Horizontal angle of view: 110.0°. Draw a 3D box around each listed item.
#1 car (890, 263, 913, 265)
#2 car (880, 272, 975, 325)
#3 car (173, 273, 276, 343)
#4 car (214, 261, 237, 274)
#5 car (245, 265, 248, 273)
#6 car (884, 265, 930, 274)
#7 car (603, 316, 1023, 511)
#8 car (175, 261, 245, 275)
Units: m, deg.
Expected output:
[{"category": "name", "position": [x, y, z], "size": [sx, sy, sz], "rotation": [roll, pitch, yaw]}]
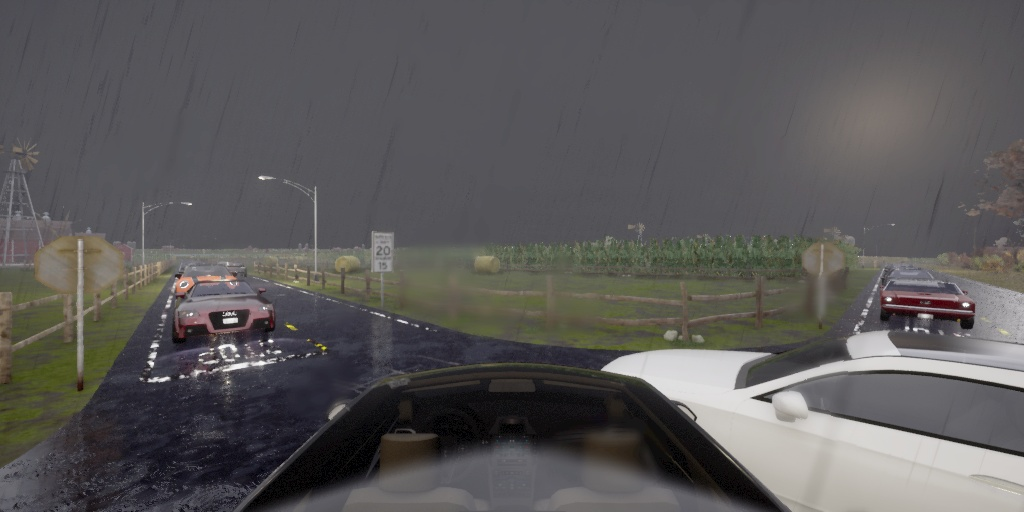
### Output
[{"category": "car", "position": [27.037, 1.406, 24.735], "size": [4.181, 1.385, 1.994], "rotation": [0, 1, -44]}, {"category": "car", "position": [13.372, 1.400, 11.738], "size": [4.718, 1.301, 1.895], "rotation": [0, 1, -44]}, {"category": "car", "position": [-8.066, 1.361, 9.986], "size": [1.994, 1.385, 4.181], "rotation": [0, 0, -43]}, {"category": "car", "position": [-34.255, 1.336, 42.820], "size": [1.837, 1.490, 4.892], "rotation": [0, 0, -42]}, {"category": "car", "position": [-27.438, 1.308, 35.450], "size": [2.128, 1.511, 4.902], "rotation": [0, 0, -42]}, {"category": "car", "position": [20.364, 1.366, 18.393], "size": [5.357, 1.411, 2.033], "rotation": [0, 1, -44]}, {"category": "car", "position": [2.811, 1.293, 2.539], "size": [1.812, 1.442, 4.674], "rotation": [0, 1, -45]}, {"category": "car", "position": [-13.925, 1.151, 16.394], "size": [2.097, 1.767, 4.553], "rotation": [0, 0, -42]}]
